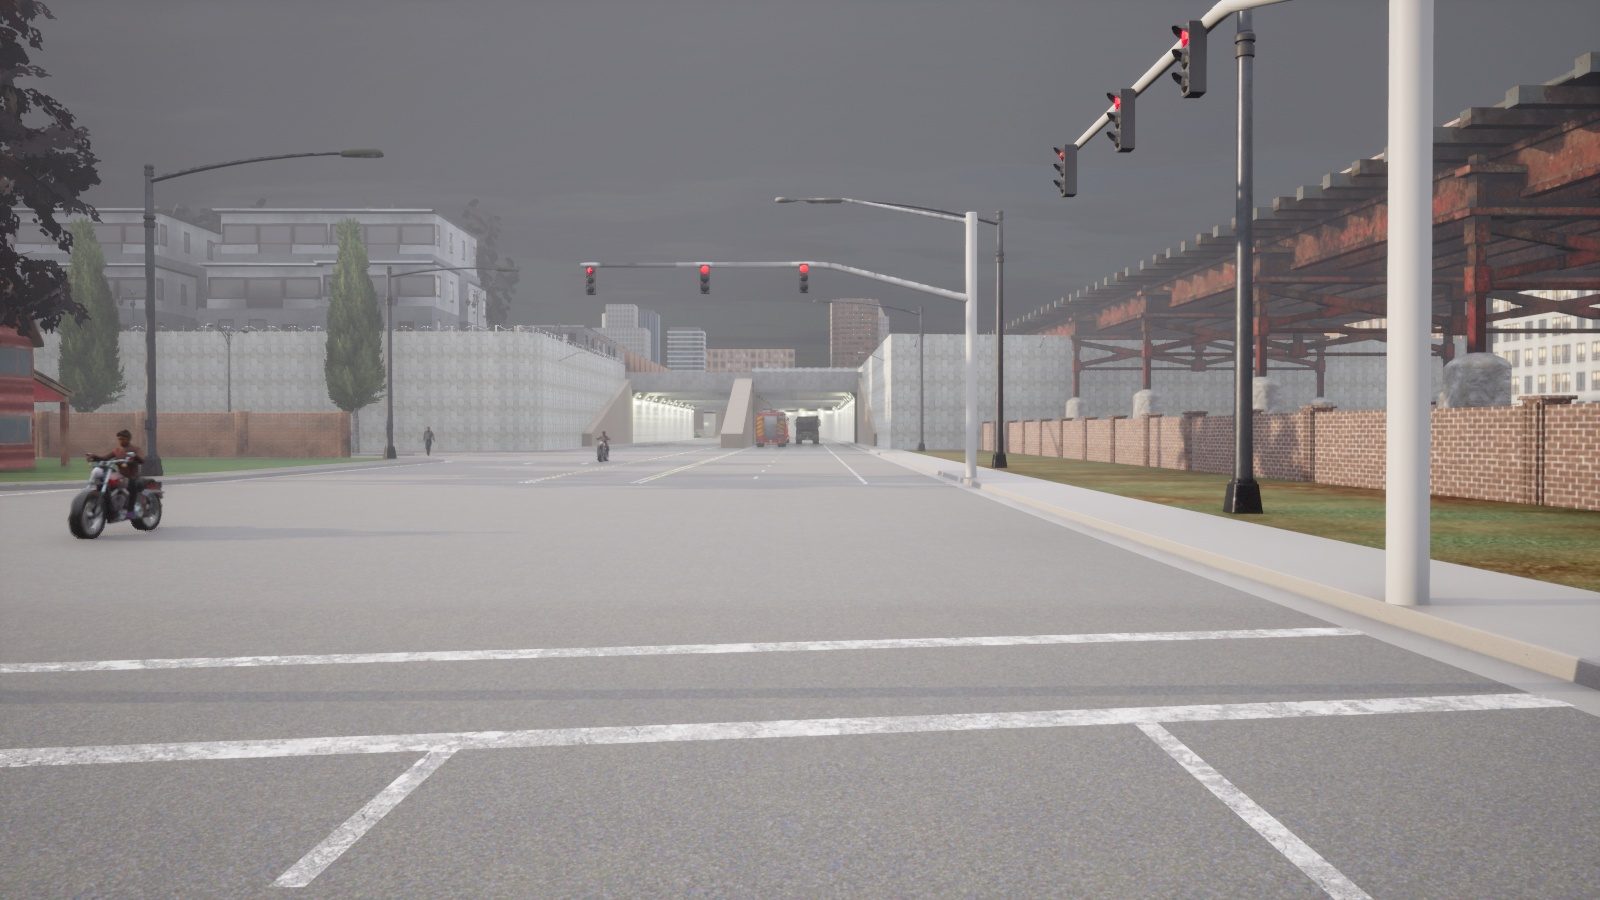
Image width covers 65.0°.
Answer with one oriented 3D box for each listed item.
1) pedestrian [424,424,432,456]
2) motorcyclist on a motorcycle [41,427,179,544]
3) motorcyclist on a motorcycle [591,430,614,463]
[{"bbox_3d":[-22.646,-0.602,76.476,0.423,1.949,0.788,0,1,-13],"label":"pedestrian"},{"bbox_3d":[-10.375,0.486,18.998,0.766,1.649,2.350,0,1,0],"label":"motorcyclist on a motorcycle"},{"bbox_3d":[-10.093,-0.199,64.326,0.766,1.649,2.350,0,1,0],"label":"motorcyclist on a motorcycle"}]
